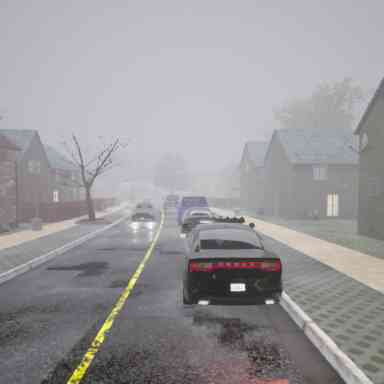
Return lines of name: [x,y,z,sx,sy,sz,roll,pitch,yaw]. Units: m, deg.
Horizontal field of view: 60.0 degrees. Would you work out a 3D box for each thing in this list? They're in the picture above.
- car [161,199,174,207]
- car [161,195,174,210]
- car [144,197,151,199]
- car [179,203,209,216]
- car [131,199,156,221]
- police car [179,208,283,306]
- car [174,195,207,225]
car: [-4.199,1.815,56.057,1.895,1.301,4.718,0,0,-9]
car: [-2.680,1.357,44.547,2.150,2.045,5.566,0,0,-7]
car: [-9.446,1.876,70.777,1.837,1.490,4.892,0,-1,-10]
car: [0.354,1.546,18.204,1.812,1.442,4.674,0,0,-3]
car: [-3.966,1.613,27.934,2.033,1.411,5.357,0,0,-4]
police car: [0.721,1.426,8.255,1.930,1.638,5.238,0,0,-1]
car: [0.003,1.263,24.264,2.150,2.045,5.566,0,0,-4]
